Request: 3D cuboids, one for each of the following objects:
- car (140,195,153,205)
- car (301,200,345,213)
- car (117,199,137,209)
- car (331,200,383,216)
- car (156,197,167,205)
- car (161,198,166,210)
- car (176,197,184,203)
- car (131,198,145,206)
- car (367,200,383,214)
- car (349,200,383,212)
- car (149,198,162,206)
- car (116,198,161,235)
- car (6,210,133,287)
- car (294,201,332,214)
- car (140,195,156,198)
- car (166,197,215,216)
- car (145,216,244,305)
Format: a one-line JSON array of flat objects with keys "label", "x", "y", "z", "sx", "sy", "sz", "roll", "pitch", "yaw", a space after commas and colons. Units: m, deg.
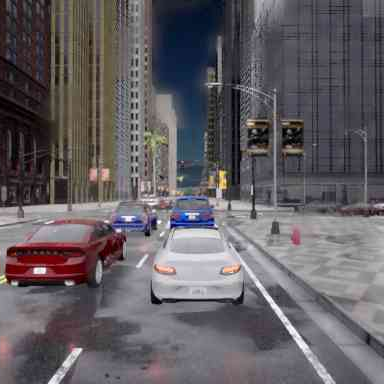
[{"label": "car", "x": -9.726, "y": 1.609, "z": 71.339, "sx": 2.150, "sy": 2.045, "sz": 5.566, "roll": 0, "pitch": 0, "yaw": 0}, {"label": "car", "x": 15.197, "y": 1.662, "z": 38.624, "sx": 4.313, "sy": 1.339, "sz": 1.947, "roll": 0, "pitch": 0, "yaw": -1}, {"label": "car", "x": -9.830, "y": 1.778, "z": 50.855, "sx": 2.033, "sy": 1.411, "sz": 5.357, "roll": 0, "pitch": 0, "yaw": 0}, {"label": "car", "x": 15.325, "y": 1.577, "z": 30.101, "sx": 4.206, "sy": 1.307, "sz": 1.802, "roll": 0, "pitch": 0, "yaw": -1}, {"label": "car", "x": -6.476, "y": 1.902, "z": 70.568, "sx": 1.812, "sy": 1.442, "sz": 4.674, "roll": 0, "pitch": 0, "yaw": 0}, {"label": "car", "x": -3.363, "y": 1.713, "z": 44.306, "sx": 1.812, "sy": 1.442, "sz": 4.674, "roll": 0, "pitch": 0, "yaw": 7}, {"label": "car", "x": -3.220, "y": 2.079, "z": 88.391, "sx": 1.994, "sy": 1.385, "sz": 4.181, "roll": 0, "pitch": 0, "yaw": 0}, {"label": "car", "x": -9.798, "y": 1.827, "z": 60.765, "sx": 1.812, "sy": 1.442, "sz": 4.674, "roll": 0, "pitch": 0, "yaw": 1}, {"label": "car", "x": 21.763, "y": 1.568, "z": 35.968, "sx": 4.674, "sy": 1.442, "sz": 1.812, "roll": 0, "pitch": -1, "yaw": -1}, {"label": "car", "x": 20.837, "y": 1.643, "z": 38.710, "sx": 4.313, "sy": 1.339, "sz": 1.947, "roll": 0, "pitch": 0, "yaw": -1}, {"label": "car", "x": -6.550, "y": 1.805, "z": 60.610, "sx": 1.837, "sy": 1.490, "sz": 4.892, "roll": 0, "pitch": 0, "yaw": 1}, {"label": "car", "x": -3.144, "y": 1.391, "z": 18.600, "sx": 2.097, "sy": 1.767, "sz": 4.553, "roll": 0, "pitch": 0, "yaw": 0}, {"label": "car", "x": -3.149, "y": 1.489, "z": 9.373, "sx": 1.882, "sy": 1.535, "sz": 5.008, "roll": 0, "pitch": 0, "yaw": 0}, {"label": "car", "x": 13.210, "y": 1.635, "z": 35.840, "sx": 4.181, "sy": 1.385, "sz": 1.994, "roll": 0, "pitch": -1, "yaw": -1}, {"label": "car", "x": -6.582, "y": 1.452, "z": 50.898, "sx": 2.150, "sy": 2.045, "sz": 5.566, "roll": 0, "pitch": 0, "yaw": 0}, {"label": "car", "x": 0.032, "y": 1.257, "z": 17.705, "sx": 2.150, "sy": 2.045, "sz": 5.566, "roll": 0, "pitch": 0, "yaw": 1}, {"label": "car", "x": 0.102, "y": 1.534, "z": 8.003, "sx": 1.812, "sy": 1.442, "sz": 4.674, "roll": 0, "pitch": 0, "yaw": 0}]
